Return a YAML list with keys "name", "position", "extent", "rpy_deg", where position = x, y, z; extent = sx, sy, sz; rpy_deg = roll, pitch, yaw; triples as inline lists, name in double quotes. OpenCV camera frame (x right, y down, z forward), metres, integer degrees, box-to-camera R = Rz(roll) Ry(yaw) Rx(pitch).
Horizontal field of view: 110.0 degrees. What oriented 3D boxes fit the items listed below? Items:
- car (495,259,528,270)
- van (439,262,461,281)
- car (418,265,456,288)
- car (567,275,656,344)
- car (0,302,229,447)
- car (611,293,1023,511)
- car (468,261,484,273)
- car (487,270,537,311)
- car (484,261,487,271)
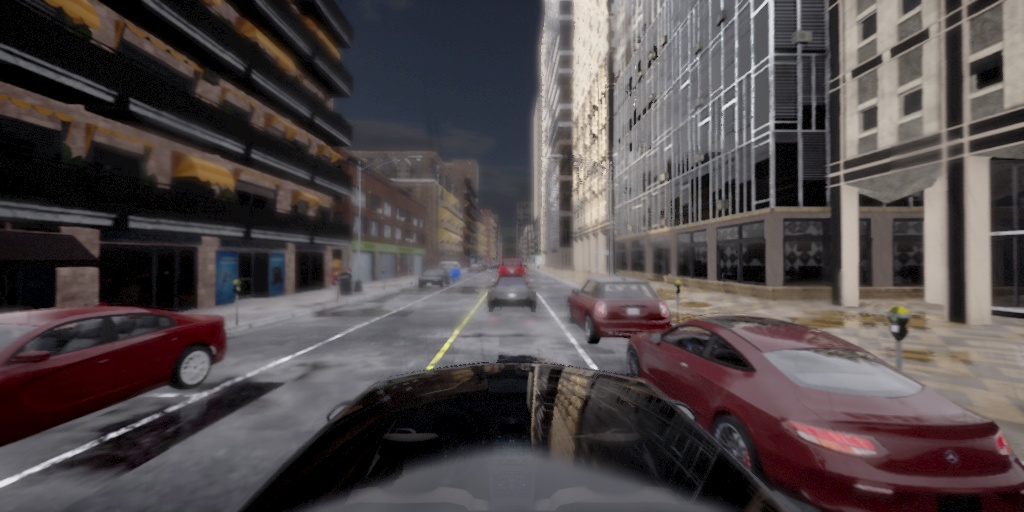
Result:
- name: "car"
  position: [0.013, 1.268, 29.442]
  extent: [2.150, 2.045, 5.566]
  rpy_deg: [0, 0, 0]
- name: "van"
  position: [-5.691, 1.416, 32.462]
  extent: [1.690, 1.789, 3.998]
  rpy_deg: [0, 0, 0]
- name: "car"
  position: [-5.692, 1.582, 26.813]
  extent: [1.948, 1.339, 4.313]
  rpy_deg: [0, 0, 0]
- name: "car"
  position: [2.689, 1.276, 9.867]
  extent: [1.967, 1.591, 4.097]
  rpy_deg: [0, 0, 0]
- name: "car"
  position: [-5.691, 1.322, 4.220]
  extent: [1.888, 1.381, 4.507]
  rpy_deg: [0, 0, 0]
- name: "car"
  position: [2.689, 1.358, 4.220]
  extent: [1.802, 1.307, 4.207]
  rpy_deg: [0, 0, 0]
- name: "car"
  position: [-5.691, 1.901, 55.054]
  extent: [1.802, 1.307, 4.207]
  rpy_deg: [0, 0, 0]
- name: "car"
  position: [0.020, 1.459, 15.372]
  extent: [1.994, 1.385, 4.181]
  rpy_deg: [0, -1, 1]
- name: "car"
  position: [-5.690, 1.964, 60.702]
  extent: [1.802, 1.307, 4.207]
  rpy_deg: [0, 0, 0]
